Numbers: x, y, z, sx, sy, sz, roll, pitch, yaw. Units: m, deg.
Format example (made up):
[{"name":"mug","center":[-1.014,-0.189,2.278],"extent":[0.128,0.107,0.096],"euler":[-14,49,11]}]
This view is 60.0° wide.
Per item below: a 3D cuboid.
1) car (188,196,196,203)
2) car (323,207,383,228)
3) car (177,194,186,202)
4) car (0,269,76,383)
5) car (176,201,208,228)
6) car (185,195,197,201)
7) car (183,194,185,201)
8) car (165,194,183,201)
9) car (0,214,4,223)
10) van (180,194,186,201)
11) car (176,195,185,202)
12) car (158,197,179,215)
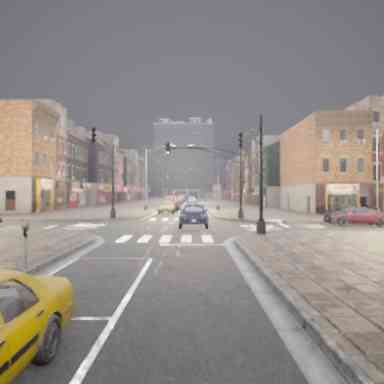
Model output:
[{"name":"car","center":[-0.002,1.643,76.268],"extent":[1.837,1.490,4.892],"euler":[0,0,0]},{"name":"car","center":[11.572,1.728,23.582],"extent":[4.181,1.385,1.994],"euler":[1,0,1]},{"name":"car","center":[-2.637,1.479,84.344],"extent":[2.192,1.841,5.009],"euler":[0,0,0]},{"name":"car","center":[-2.634,1.527,3.219],"extent":[1.752,1.417,4.829],"euler":[0,0,0]},{"name":"car","center":[0.106,1.558,22.236],"extent":[1.812,1.442,4.674],"euler":[0,0,0]},{"name":"car","center":[-0.002,1.639,66.023],"extent":[1.812,1.442,4.674],"euler":[0,0,0]},{"name":"car","center":[-2.637,1.628,62.396],"extent":[1.752,1.417,4.829],"euler":[0,0,0]},{"name":"car","center":[-2.635,1.364,40.790],"extent":[2.192,1.841,5.009],"euler":[0,0,0]},{"name":"car","center":[-14.653,1.459,20.510],"extent":[5.357,1.411,2.033],"euler":[0,0,2]},{"name":"van","center":[-2.637,1.530,95.232],"extent":[1.690,1.788,3.998],"euler":[0,0,0]},{"name":"car","center":[-2.637,1.590,78.899],"extent":[1.967,1.590,4.097],"euler":[0,0,0]},{"name":"car","center":[-2.636,1.563,35.177],"extent":[1.752,1.417,4.829],"euler":[0,0,0]}]
